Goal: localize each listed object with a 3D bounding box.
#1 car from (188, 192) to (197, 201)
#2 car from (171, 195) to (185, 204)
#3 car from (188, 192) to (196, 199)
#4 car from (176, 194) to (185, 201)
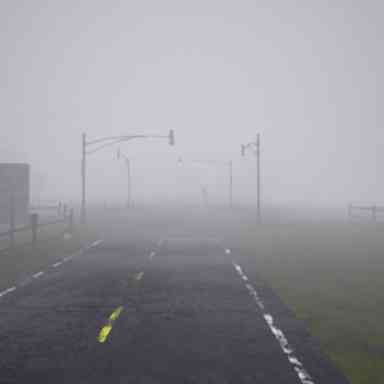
[{"bbox_3d":[0.063,1.342,81.193,1.882,1.535,5.008,0,0,0],"label":"car"},{"bbox_3d":[-2.757,1.456,62.697,1.994,1.385,4.181,0,0,1],"label":"car"},{"bbox_3d":[0.091,0.920,91.646,2.150,2.045,5.566,0,0,0],"label":"car"},{"bbox_3d":[-2.696,1.353,77.936,1.882,1.535,5.008,0,0,0],"label":"car"}]
